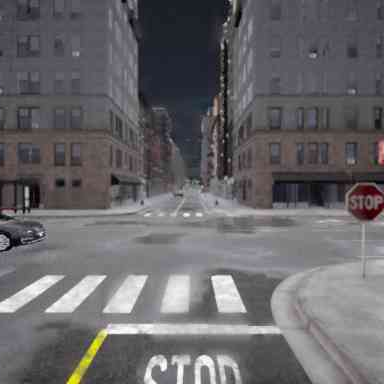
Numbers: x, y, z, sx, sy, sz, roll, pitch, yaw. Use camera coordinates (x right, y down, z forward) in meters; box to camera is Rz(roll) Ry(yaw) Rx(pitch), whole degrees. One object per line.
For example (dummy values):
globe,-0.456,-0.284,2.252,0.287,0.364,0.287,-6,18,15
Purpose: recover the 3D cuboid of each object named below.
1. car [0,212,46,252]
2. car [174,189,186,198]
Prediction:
car,-8.053,1.347,12.406,4.892,1.490,1.837,0,1,0
car,-2.753,0.362,69.476,1.882,1.535,5.008,0,1,0
